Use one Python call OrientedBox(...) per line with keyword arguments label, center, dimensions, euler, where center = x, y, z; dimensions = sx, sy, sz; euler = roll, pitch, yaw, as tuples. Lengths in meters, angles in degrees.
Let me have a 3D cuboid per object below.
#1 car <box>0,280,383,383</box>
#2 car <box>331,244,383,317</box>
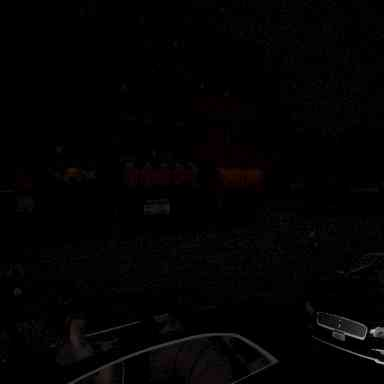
OrientedBox(label="car", center=(-0.837, 1.550, 2.238), dimensions=(4.403, 1.369, 2.008), euler=(0, -2, -36))
OrientedBox(label="car", center=(3.595, 1.548, 5.408), dimensions=(4.403, 1.369, 2.008), euler=(0, -2, -36))
